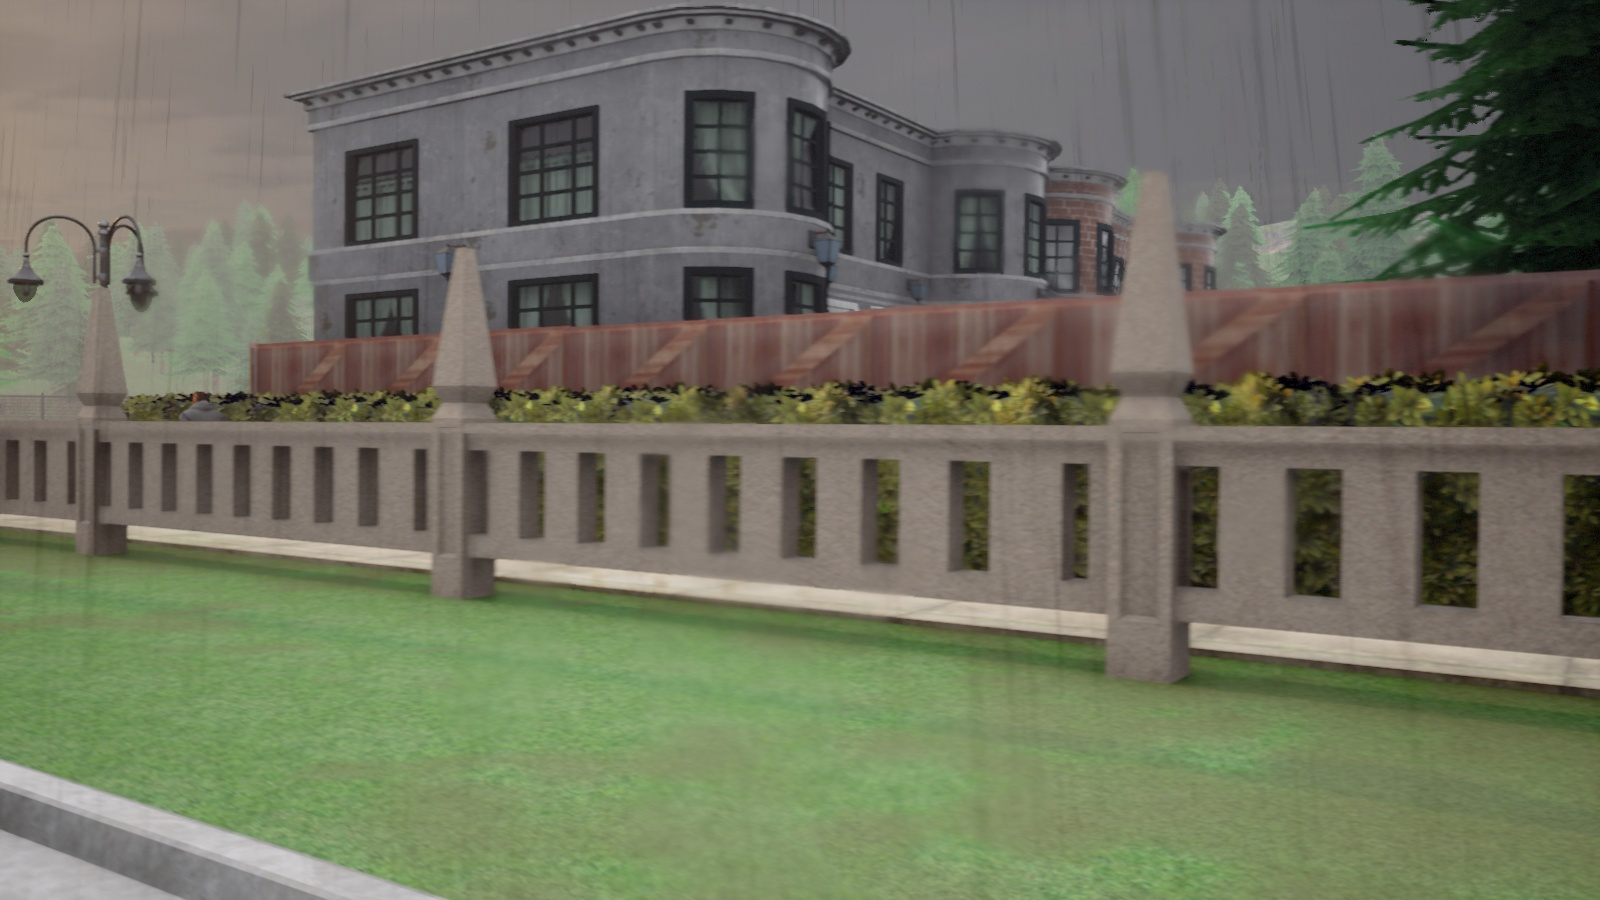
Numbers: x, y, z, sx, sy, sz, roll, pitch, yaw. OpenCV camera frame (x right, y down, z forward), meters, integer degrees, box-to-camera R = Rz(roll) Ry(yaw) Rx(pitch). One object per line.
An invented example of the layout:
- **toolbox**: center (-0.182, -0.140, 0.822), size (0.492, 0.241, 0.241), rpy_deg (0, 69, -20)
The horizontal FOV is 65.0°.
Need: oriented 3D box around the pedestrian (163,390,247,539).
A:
- **pedestrian**: center (-8.021, 0.182, 16.929), size (0.873, 1.952, 0.659), rpy_deg (0, 1, 36)
